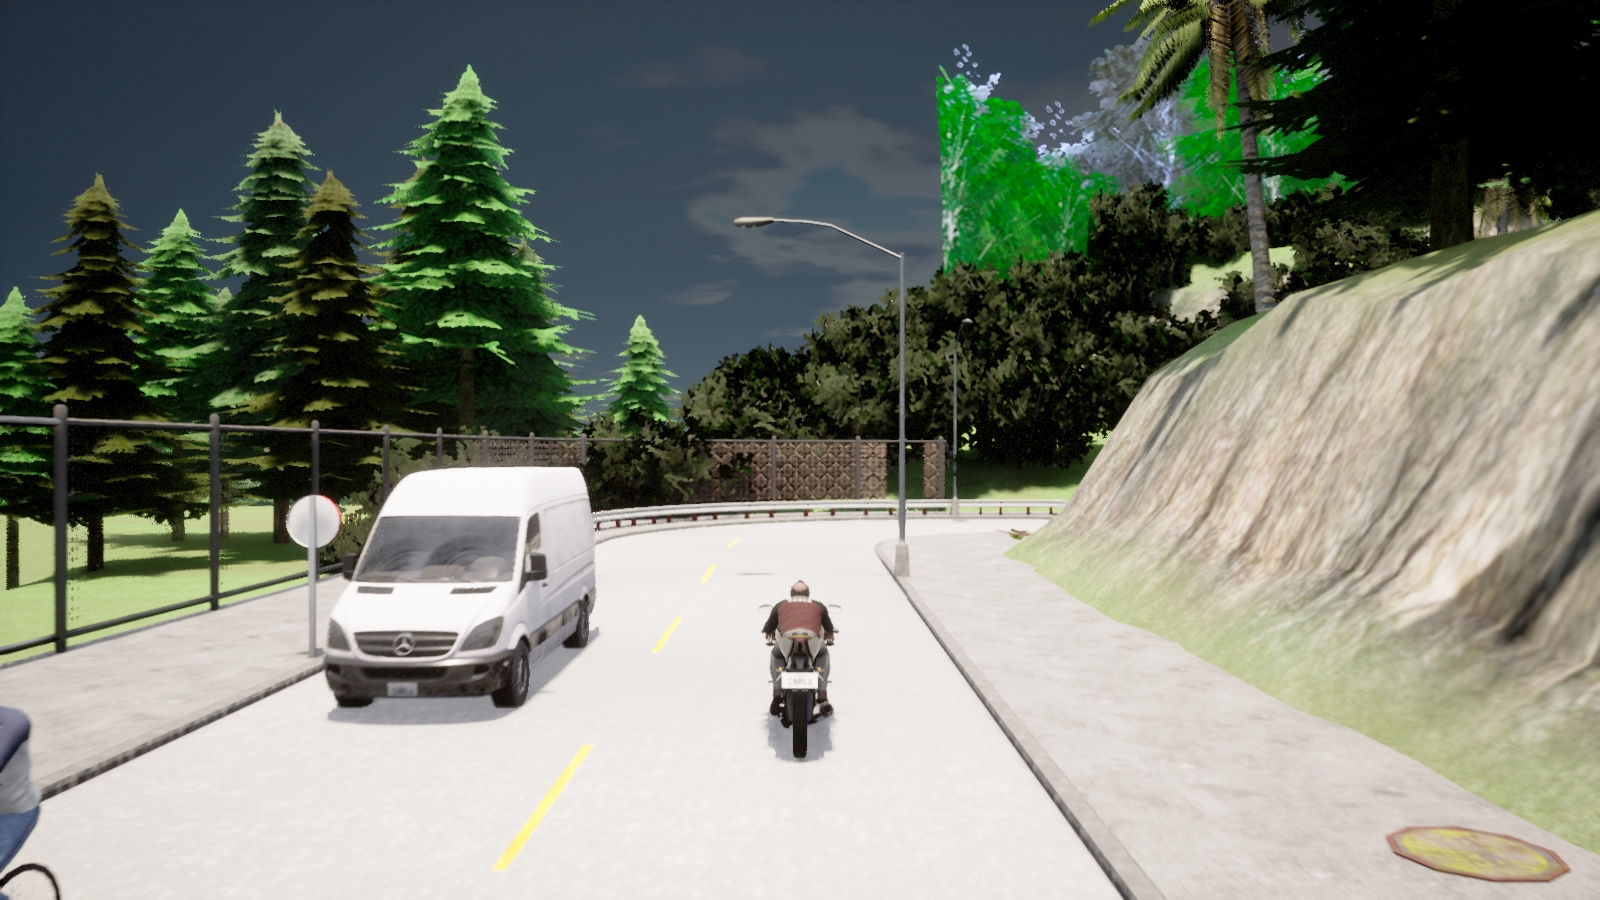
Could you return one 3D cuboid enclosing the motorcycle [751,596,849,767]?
[{"bbox_3d":[0.000,2.204,11.293,0.867,1.251,2.209,0,0,0],"label":"motorcycle"}]

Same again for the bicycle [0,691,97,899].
[{"bbox_3d":[-3.996,2.055,5.361,0.373,1.496,1.643,0,0,0],"label":"bicycle"}]

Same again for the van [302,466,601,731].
[{"bbox_3d":[-4.009,1.532,14.426,1.988,2.561,5.915,0,0,0],"label":"van"}]
